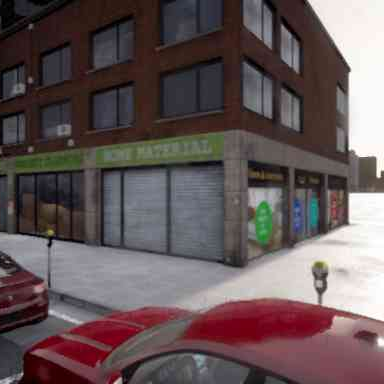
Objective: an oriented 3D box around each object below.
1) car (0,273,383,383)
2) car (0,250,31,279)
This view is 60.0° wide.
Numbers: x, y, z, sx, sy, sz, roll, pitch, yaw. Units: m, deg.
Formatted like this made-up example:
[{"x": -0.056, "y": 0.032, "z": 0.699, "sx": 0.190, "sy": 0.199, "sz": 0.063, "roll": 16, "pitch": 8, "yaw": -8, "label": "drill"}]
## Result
[{"x": 0.472, "y": 1.545, "z": 2.475, "sx": 4.507, "sy": 1.381, "sz": 1.887, "roll": 0, "pitch": 0, "yaw": 35, "label": "car"}, {"x": -4.152, "y": 1.579, "z": 5.772, "sx": 4.206, "sy": 1.307, "sz": 1.802, "roll": 0, "pitch": 0, "yaw": 35, "label": "car"}]
